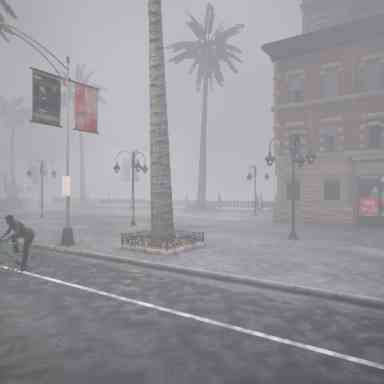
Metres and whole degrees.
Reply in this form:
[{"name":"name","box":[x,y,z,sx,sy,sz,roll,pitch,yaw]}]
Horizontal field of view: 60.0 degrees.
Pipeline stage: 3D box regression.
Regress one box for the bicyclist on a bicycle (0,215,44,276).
[{"name":"bicyclist on a bicycle","box":[-4.913,1.445,9.276,0.582,1.620,1.656,0,2,35]}]
